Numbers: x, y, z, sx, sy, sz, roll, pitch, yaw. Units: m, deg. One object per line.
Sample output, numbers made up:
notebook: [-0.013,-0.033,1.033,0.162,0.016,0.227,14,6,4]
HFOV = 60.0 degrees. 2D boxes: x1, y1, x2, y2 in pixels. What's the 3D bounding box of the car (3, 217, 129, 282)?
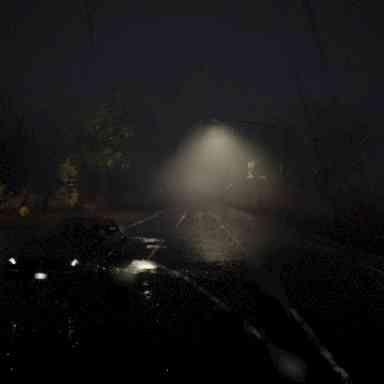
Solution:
car: [-3.216,1.461,9.855,2.033,1.411,5.357,1,-1,1]
